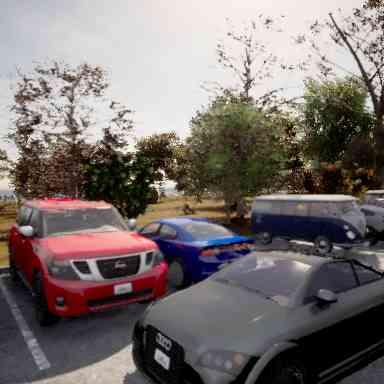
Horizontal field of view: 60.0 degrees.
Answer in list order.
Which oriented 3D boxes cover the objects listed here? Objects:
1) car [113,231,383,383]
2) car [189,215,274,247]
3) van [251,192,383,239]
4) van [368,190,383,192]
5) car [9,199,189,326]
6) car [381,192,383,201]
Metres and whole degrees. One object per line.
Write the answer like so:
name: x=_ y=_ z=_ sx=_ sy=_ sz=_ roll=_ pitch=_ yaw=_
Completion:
car: x=1.318 y=1.537 z=4.606 sx=4.181 sy=1.385 sz=1.994 roll=0 pitch=0 yaw=-35
car: x=-0.420 y=1.442 z=9.288 sx=2.097 sy=1.535 sz=5.008 roll=0 pitch=0 yaw=-35
van: x=4.348 y=1.107 z=12.548 sx=1.878 sy=1.987 sz=4.442 roll=-2 pitch=1 yaw=-35
van: x=11.106 y=0.898 z=17.657 sx=1.878 sy=1.987 sz=4.442 roll=-2 pitch=1 yaw=-35
car: x=-2.717 y=1.214 z=7.623 sx=2.435 sy=2.045 sz=5.566 roll=0 pitch=0 yaw=-35
car: x=8.795 y=1.070 z=15.827 sx=2.185 sy=1.767 sz=4.553 roll=-2 pitch=1 yaw=-35
